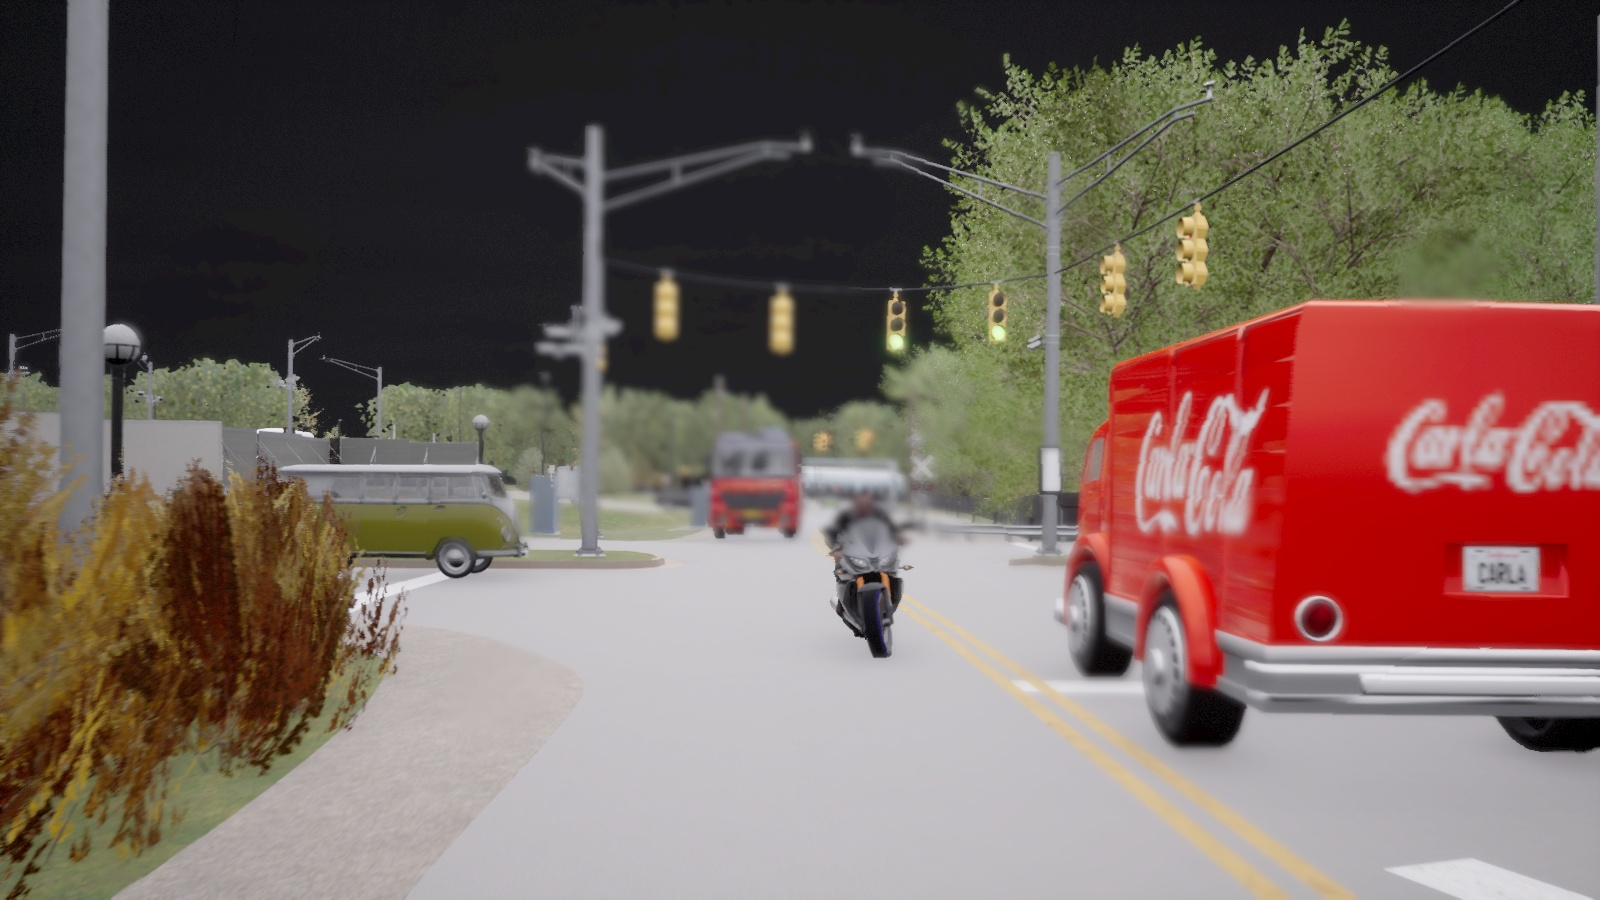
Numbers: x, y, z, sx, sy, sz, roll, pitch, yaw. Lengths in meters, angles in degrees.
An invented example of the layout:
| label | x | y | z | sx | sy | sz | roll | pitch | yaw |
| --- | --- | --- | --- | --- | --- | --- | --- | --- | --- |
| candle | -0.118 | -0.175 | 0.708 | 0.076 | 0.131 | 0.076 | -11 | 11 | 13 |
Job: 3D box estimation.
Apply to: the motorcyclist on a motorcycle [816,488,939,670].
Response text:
| label | x | y | z | sx | sy | sz | roll | pitch | yaw |
| --- | --- | --- | --- | --- | --- | --- | --- | --- | --- |
| motorcyclist on a motorcycle | 0.684 | 1.158 | 12.018 | 0.866 | 1.530 | 2.191 | -4 | -2 | -2 |

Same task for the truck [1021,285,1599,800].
| label | x | y | z | sx | sy | sz | roll | pitch | yaw |
| --- | --- | --- | --- | --- | --- | --- | --- | --- | --- |
| truck | 3.358 | 0.535 | 8.661 | 2.627 | 2.467 | 5.204 | 0 | -2 | -1 |

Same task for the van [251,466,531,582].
| label | x | y | z | sx | sy | sz | roll | pitch | yaw |
| --- | --- | --- | --- | --- | --- | --- | --- | --- | --- |
| van | -7.223 | 1.303 | 22.524 | 4.442 | 1.987 | 1.775 | 0 | -2 | -3 |

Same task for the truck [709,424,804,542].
| label | x | y | z | sx | sy | sz | roll | pitch | yaw |
| --- | --- | --- | --- | --- | --- | --- | --- | --- | --- |
| truck | -1.400 | 1.238 | 45.025 | 2.891 | 3.827 | 8.468 | 0 | -2 | 1 |

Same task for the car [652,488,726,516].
| label | x | y | z | sx | sy | sz | roll | pitch | yaw |
| --- | --- | --- | --- | --- | --- | --- | --- | --- | --- |
| car | -7.541 | 3.567 | 85.901 | 4.892 | 1.490 | 1.837 | 4 | -1 | -3 |
